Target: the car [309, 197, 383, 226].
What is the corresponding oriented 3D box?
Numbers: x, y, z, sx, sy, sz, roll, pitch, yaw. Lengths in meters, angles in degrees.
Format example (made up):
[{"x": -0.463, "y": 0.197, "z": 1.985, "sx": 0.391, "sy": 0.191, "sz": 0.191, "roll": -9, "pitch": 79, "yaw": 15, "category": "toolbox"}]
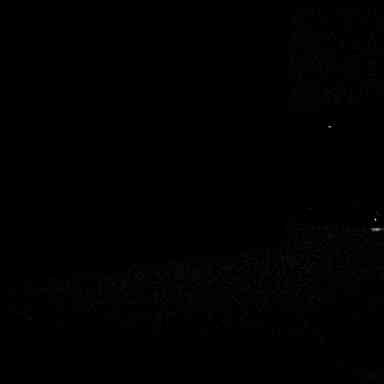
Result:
[{"x": 11.430, "y": 1.426, "z": 24.585, "sx": 2.150, "sy": 2.045, "sz": 5.566, "roll": 2, "pitch": -1, "yaw": -35, "category": "car"}]
